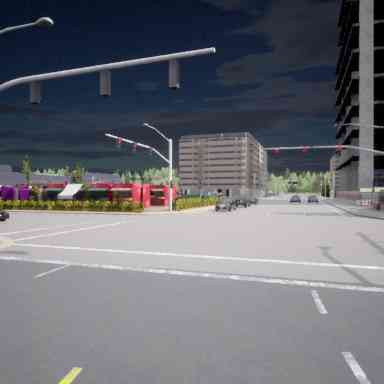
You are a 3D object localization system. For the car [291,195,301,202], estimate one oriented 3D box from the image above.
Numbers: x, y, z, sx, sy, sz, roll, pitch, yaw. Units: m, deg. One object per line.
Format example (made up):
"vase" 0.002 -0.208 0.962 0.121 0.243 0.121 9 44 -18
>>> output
"car" 24.596 1.540 78.461 2.033 1.411 5.357 0 0 19

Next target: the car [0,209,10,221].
"car" -16.477 1.619 26.074 4.181 1.385 1.994 0 0 19

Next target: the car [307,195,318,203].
"car" 24.729 1.541 67.801 2.033 1.411 5.357 0 0 19

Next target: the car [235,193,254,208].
"car" 7.271 1.221 49.141 2.150 2.045 5.566 0 0 19

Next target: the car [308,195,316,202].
"car" 28.018 1.524 77.657 1.812 1.442 4.674 0 0 19

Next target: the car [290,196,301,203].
"car" 21.519 1.555 69.236 1.994 1.385 4.181 0 0 19

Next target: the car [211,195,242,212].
"car" 4.116 1.491 39.756 2.128 1.511 4.902 0 0 19

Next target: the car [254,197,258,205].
"car" 10.494 1.564 58.669 1.994 1.385 4.181 0 0 19
